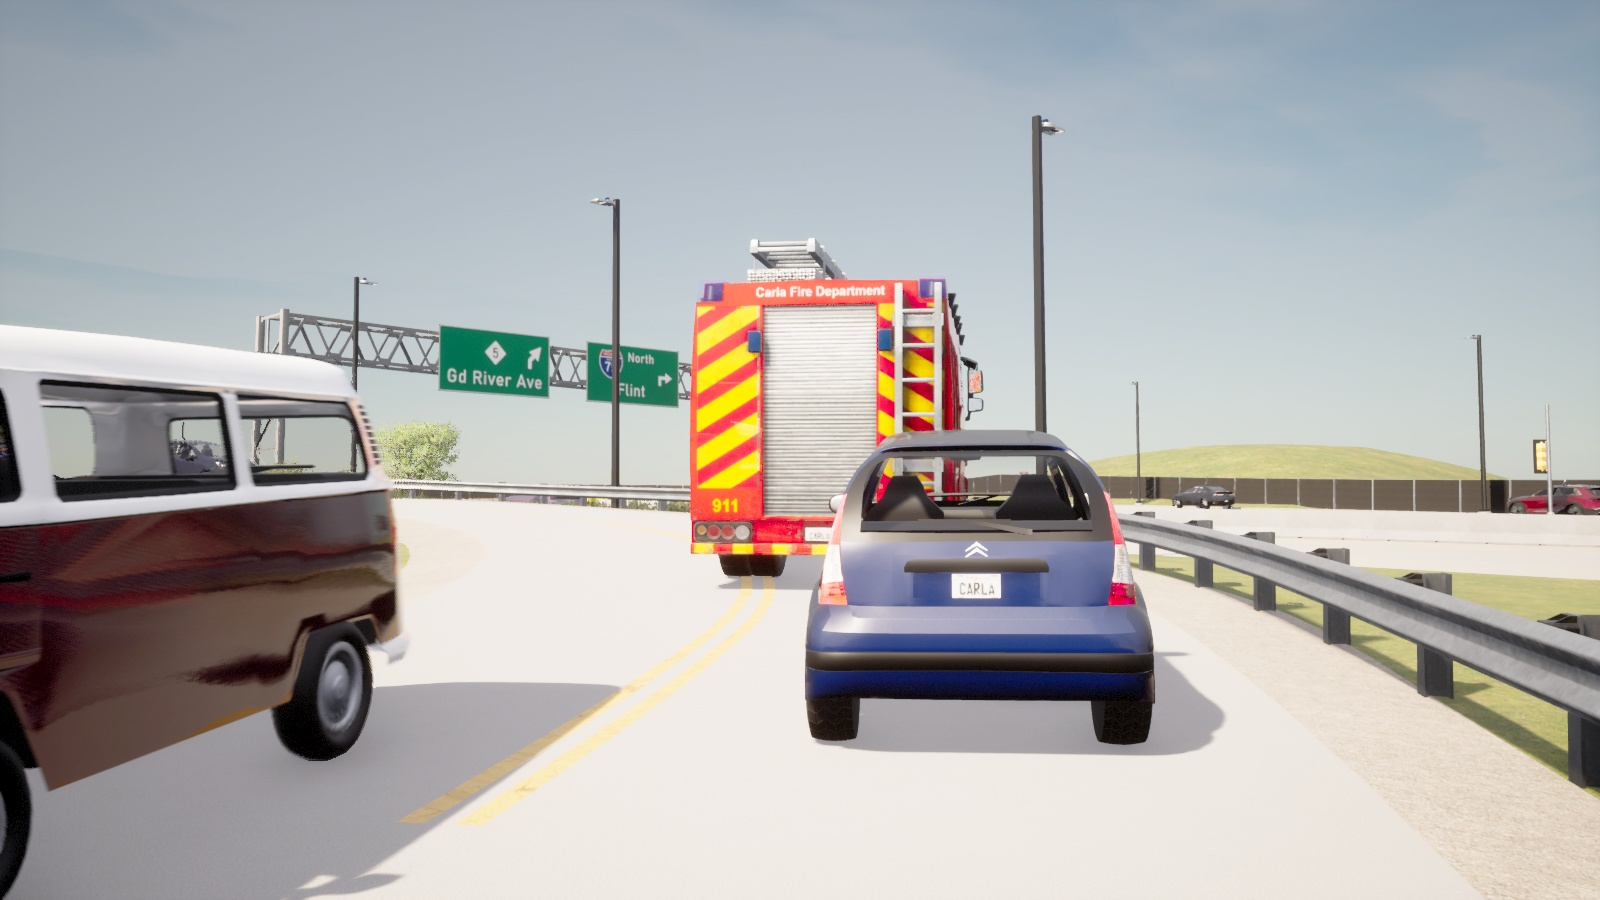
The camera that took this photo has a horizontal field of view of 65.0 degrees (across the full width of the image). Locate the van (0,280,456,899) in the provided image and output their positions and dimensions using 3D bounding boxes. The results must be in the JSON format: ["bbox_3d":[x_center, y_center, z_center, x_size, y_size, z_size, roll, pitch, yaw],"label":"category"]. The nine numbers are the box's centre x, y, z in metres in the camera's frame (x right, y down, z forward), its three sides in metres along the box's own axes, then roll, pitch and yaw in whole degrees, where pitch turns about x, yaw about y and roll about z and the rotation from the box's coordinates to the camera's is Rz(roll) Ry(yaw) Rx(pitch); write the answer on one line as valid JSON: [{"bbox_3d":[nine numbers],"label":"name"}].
[{"bbox_3d":[-3.279,0.516,5.050,2.069,2.038,4.480,-1,0,7],"label":"van"}]

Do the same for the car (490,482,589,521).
[{"bbox_3d":[-11.787,2.307,56.603,2.033,1.649,4.856,3,-3,-45],"label":"car"}]

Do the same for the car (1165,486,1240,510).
[{"bbox_3d":[25.669,3.044,80.264,2.128,1.511,4.902,1,-2,-18],"label":"car"}]

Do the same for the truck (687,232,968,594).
[{"bbox_3d":[0.836,-0.378,17.685,2.891,3.827,8.468,0,0,9],"label":"truck"}]

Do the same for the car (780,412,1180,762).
[{"bbox_3d":[1.056,0.646,7.898,1.851,1.617,3.988,-1,0,7],"label":"car"}]

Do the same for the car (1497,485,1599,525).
[{"bbox_3d":[33.562,2.382,55.417,2.033,1.649,4.856,1,-1,-18],"label":"car"}]
